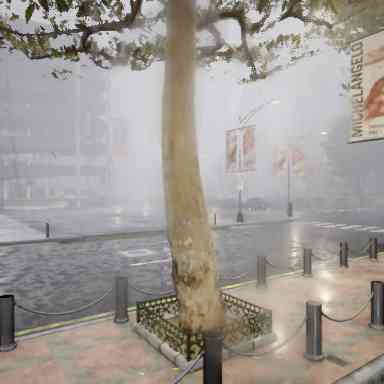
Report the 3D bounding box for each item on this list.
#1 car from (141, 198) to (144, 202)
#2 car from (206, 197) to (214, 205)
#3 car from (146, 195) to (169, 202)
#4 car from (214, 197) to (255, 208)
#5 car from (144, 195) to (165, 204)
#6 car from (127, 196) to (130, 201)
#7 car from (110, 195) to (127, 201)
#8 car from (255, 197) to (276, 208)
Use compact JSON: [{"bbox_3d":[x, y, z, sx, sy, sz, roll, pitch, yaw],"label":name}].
[{"bbox_3d":[-8.972,1.478,73.850,5.008,1.535,1.882,0,0,30],"label":"car"},{"bbox_3d":[4.157,1.547,55.941,2.033,1.411,5.357,0,0,-36],"label":"car"},{"bbox_3d":[-7.947,1.525,77.261,4.902,1.511,2.128,0,0,26],"label":"car"},{"bbox_3d":[5.957,1.547,47.398,2.033,1.411,5.357,0,0,-35],"label":"car"},{"bbox_3d":[-6.329,1.505,62.928,4.892,1.490,1.837,0,0,42],"label":"car"},{"bbox_3d":[-17.539,1.440,81.080,4.892,1.490,1.837,0,0,12],"label":"car"},{"bbox_3d":[-18.503,1.427,77.715,5.008,1.535,1.882,0,0,12],"label":"car"},{"bbox_3d":[9.803,1.505,47.996,1.837,1.490,4.892,0,0,-36],"label":"car"}]
